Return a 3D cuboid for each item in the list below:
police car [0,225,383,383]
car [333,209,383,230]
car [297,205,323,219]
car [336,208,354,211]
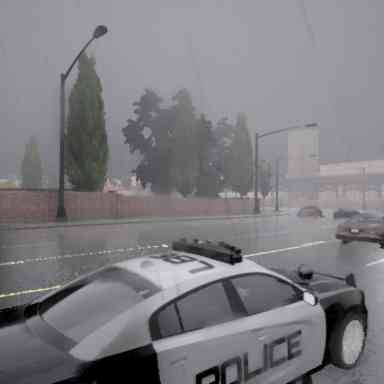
[{"bbox_3d":[0.277,1.428,4.035,5.238,1.638,1.930,0,0,-37],"label":"police car"},{"bbox_3d":[8.644,1.721,15.730,5.357,1.411,2.033,2,-1,-44],"label":"car"},{"bbox_3d":[13.489,2.251,37.727,1.812,1.442,4.674,0,-2,36],"label":"car"},{"bbox_3d":[16.783,2.359,36.299,1.895,1.301,4.718,0,-2,35],"label":"car"}]
